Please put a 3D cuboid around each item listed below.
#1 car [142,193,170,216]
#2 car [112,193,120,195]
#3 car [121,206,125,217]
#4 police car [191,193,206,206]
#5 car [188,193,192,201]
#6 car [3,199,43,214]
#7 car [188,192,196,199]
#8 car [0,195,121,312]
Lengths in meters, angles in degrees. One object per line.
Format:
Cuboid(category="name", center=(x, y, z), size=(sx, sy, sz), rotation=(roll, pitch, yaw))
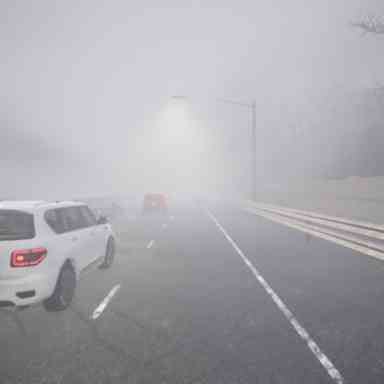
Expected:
Cuboid(category="car", center=(-3.392, 1.117, 31.634), size=(2.150, 2.045, 5.566), rotation=(0, 0, 0))
Cuboid(category="car", center=(-17.470, 1.079, 75.590), size=(2.097, 1.767, 4.553), rotation=(0, 0, 0))
Cuboid(category="car", center=(-6.889, 1.457, 27.171), size=(2.033, 1.411, 5.357), rotation=(0, 0, 0))
Cuboid(category="police car", center=(1.246, 1.268, 52.527), size=(1.930, 1.638, 5.238), rotation=(0, 0, 0))
Cuboid(category="car", center=(0.029, 1.163, 71.931), size=(2.033, 1.411, 5.357), rotation=(0, 0, 0))
Cuboid(category="car", center=(-17.577, 1.449, 34.815), size=(1.994, 1.385, 4.181), rotation=(0, 0, 0))
Cuboid(category="car", center=(0.036, 0.948, 91.759), size=(2.097, 1.767, 4.553), rotation=(0, 0, 0))
Cuboid(category="car", center=(-3.396, 1.194, 7.774), size=(2.150, 2.045, 5.566), rotation=(0, 0, 0))
